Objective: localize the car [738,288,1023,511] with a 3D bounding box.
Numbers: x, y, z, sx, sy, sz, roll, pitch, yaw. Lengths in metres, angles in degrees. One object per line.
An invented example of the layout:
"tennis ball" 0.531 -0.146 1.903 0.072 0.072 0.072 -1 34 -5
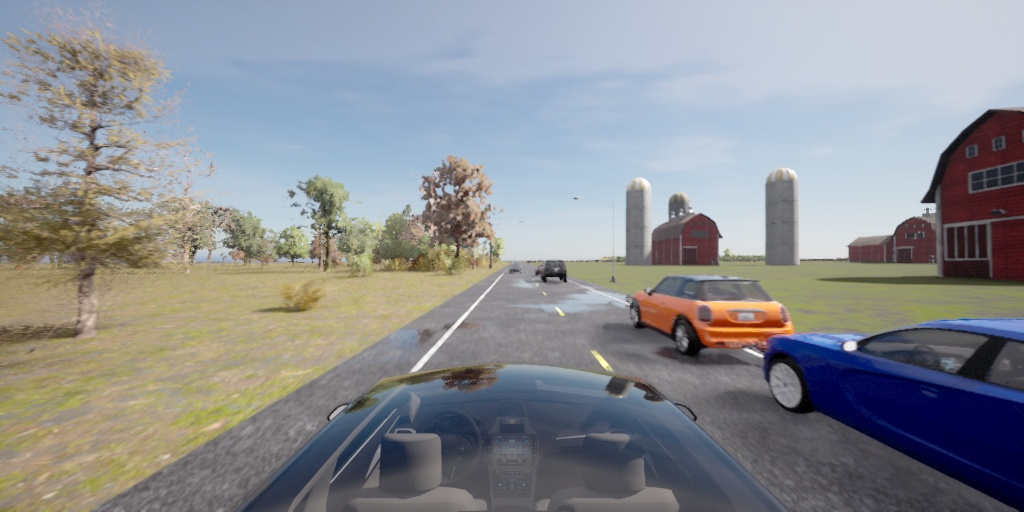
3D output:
"car" 4.540 1.289 3.171 1.882 1.535 5.008 1 -1 1

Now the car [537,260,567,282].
"car" 3.871 1.361 33.789 2.150 2.045 5.566 1 -1 1

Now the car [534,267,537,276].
"car" 3.969 1.804 46.425 1.812 1.442 4.674 1 0 1

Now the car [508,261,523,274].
"car" 0.510 1.800 51.155 1.837 1.490 4.892 1 -1 1

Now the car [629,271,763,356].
"car" 4.605 1.229 9.142 2.097 1.767 4.553 1 -1 1
